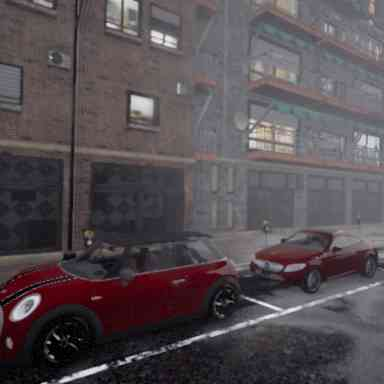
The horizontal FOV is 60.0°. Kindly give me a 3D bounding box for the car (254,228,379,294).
[{"bbox_3d":[3.445,1.666,9.004,4.206,1.307,1.802,1,0,-35],"label":"car"}]

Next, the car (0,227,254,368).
[{"bbox_3d":[-1.153,1.465,5.721,4.097,1.590,1.967,1,0,-35],"label":"car"}]
